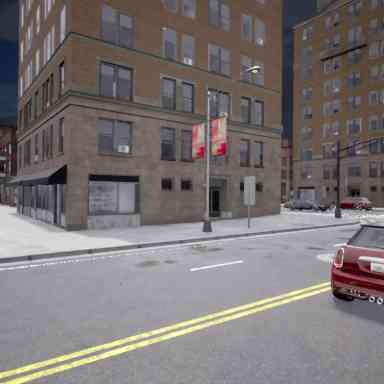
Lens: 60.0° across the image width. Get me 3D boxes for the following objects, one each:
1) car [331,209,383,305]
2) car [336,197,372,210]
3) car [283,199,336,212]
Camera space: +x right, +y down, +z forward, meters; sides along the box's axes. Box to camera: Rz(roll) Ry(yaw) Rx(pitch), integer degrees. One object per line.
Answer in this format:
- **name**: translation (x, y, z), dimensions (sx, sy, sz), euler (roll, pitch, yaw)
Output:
- **car**: translation (5.017, 1.355, 7.105), dimensions (4.553, 1.767, 2.097), euler (0, 0, -36)
- **car**: translation (19.130, 1.369, 40.268), dimensions (2.097, 1.767, 4.553), euler (1, 0, -37)
- **car**: translation (12.897, 1.470, 37.465), dimensions (2.033, 1.411, 5.357), euler (1, 0, -36)
